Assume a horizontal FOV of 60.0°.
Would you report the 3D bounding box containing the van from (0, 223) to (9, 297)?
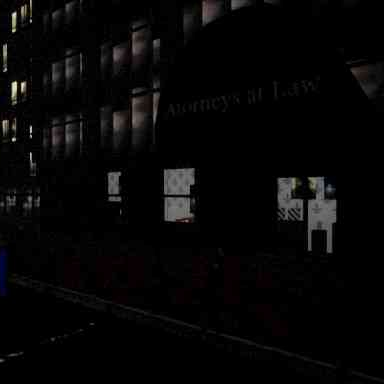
[{"bbox_3d":[-5.345,1.341,6.686,3.998,1.788,1.690,0,0,35],"label":"van"}]
